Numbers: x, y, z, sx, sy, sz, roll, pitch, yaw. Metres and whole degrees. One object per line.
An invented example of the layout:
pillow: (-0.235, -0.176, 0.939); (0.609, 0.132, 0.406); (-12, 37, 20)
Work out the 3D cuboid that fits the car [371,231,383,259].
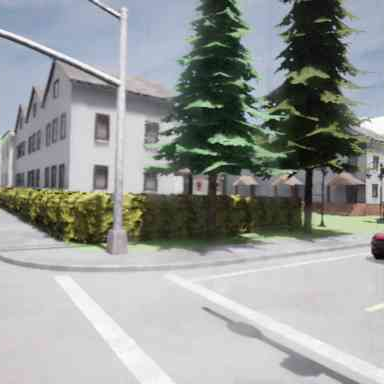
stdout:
car: (8.609, 1.718, 12.321); (5.008, 1.535, 1.882); (2, 0, -34)
